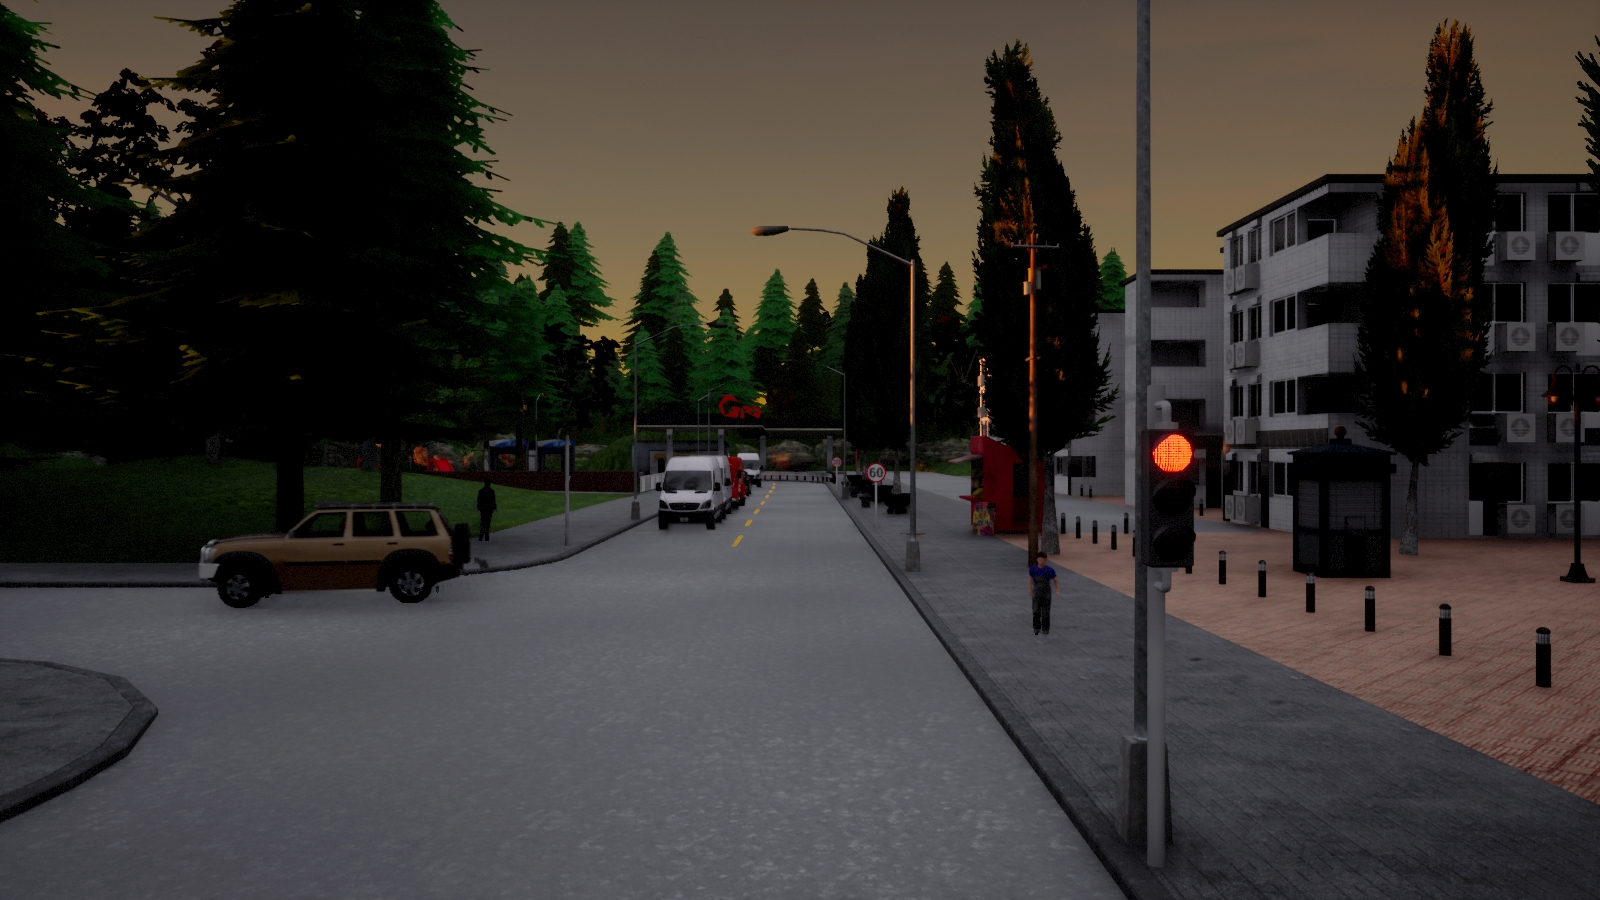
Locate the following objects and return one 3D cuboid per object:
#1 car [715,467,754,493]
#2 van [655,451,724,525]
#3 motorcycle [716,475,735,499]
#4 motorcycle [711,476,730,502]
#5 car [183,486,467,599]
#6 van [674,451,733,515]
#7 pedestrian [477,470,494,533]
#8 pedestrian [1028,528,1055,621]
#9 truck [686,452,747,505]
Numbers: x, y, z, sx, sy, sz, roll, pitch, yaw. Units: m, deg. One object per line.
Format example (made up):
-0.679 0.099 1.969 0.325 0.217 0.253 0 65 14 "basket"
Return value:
-3.975 1.816 70.543 2.128 1.511 4.902 0 0 0 "car"
-4.013 1.307 42.390 1.988 2.561 5.915 0 0 0 "van"
-3.988 1.975 61.268 0.867 1.251 2.209 0 0 0 "motorcycle"
-3.975 1.953 57.177 0.856 1.236 1.805 0 0 0 "motorcycle"
-8.639 1.640 21.217 4.605 1.855 1.932 0 0 -13 "car"
-4.007 1.306 48.327 1.988 2.561 5.915 0 0 0 "van"
-9.294 1.520 33.776 0.375 1.860 0.375 0 0 0 "pedestrian"
3.508 1.801 16.588 0.375 1.300 0.375 0 0 14 "pedestrian"
-3.995 1.339 55.631 2.627 2.467 5.204 0 0 0 "truck"
